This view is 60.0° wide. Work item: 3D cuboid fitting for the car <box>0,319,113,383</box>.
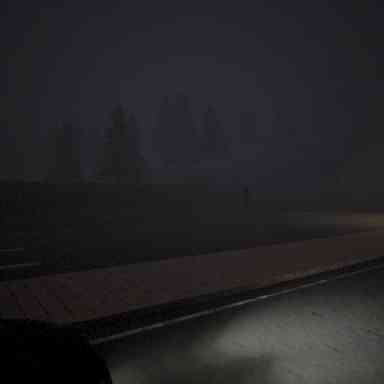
[{"bbox_3d":[-2.840,1.492,1.720,4.902,1.511,2.128,0,0,-35],"label":"car"}]
